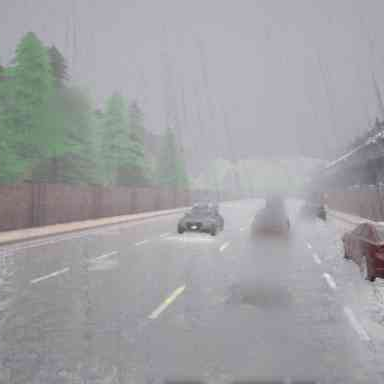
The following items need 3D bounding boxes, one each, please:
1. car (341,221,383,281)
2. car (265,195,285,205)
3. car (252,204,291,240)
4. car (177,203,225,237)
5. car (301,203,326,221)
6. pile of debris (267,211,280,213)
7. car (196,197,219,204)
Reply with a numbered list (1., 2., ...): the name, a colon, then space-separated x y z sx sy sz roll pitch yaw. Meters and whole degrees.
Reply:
1. car: 5.865 1.623 10.015 1.882 1.535 5.008 1 0 14
2. car: 10.432 1.459 41.819 2.150 2.045 5.566 2 0 14
3. car: 4.243 1.643 17.755 2.033 1.411 5.357 2 0 14
4. car: 0.589 1.564 18.356 1.994 1.385 4.181 2 0 14
5. car: 11.257 1.760 30.976 2.128 1.511 4.902 2 0 14
6. pile of debris: 9.926 2.402 40.345 1.500 0.140 1.860 2 0 14
7. car: 1.625 1.364 36.375 2.097 1.767 4.553 2 0 15
